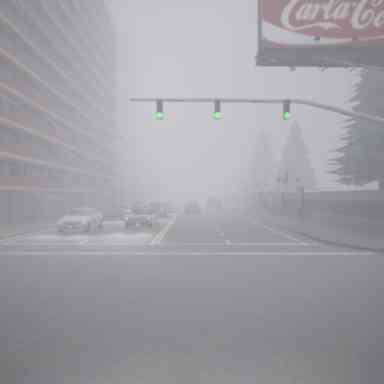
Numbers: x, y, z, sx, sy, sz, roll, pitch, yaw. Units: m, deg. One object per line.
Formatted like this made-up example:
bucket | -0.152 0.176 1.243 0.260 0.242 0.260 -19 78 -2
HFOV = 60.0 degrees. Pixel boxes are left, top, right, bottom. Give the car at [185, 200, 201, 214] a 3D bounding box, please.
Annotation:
car | 0.092 2.015 42.759 1.994 1.385 4.181 0 -1 0

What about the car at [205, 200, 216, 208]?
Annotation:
car | 3.487 2.179 62.022 1.812 1.442 4.674 0 -1 0

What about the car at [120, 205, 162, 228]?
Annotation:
car | -3.588 1.857 24.198 1.895 1.301 4.718 0 -1 0

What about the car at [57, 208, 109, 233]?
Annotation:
car | -7.095 1.755 21.652 1.812 1.442 4.674 0 -1 0

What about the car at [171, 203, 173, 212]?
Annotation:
car | -3.566 1.972 44.363 1.837 1.490 4.892 0 -1 0

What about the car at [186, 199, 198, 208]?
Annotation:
car | -0.013 2.146 62.084 2.128 1.511 4.902 0 -1 0

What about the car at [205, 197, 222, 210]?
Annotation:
car | 3.489 1.774 52.393 2.150 2.045 5.566 0 -1 0

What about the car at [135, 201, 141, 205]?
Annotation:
car | -7.059 1.961 45.874 1.882 1.535 5.008 0 -1 0

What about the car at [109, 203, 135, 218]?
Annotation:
car | -7.089 1.843 32.066 1.837 1.490 4.892 0 -1 0

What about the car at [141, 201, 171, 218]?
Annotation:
car | -3.579 1.709 33.862 2.097 1.767 4.553 0 -1 0
